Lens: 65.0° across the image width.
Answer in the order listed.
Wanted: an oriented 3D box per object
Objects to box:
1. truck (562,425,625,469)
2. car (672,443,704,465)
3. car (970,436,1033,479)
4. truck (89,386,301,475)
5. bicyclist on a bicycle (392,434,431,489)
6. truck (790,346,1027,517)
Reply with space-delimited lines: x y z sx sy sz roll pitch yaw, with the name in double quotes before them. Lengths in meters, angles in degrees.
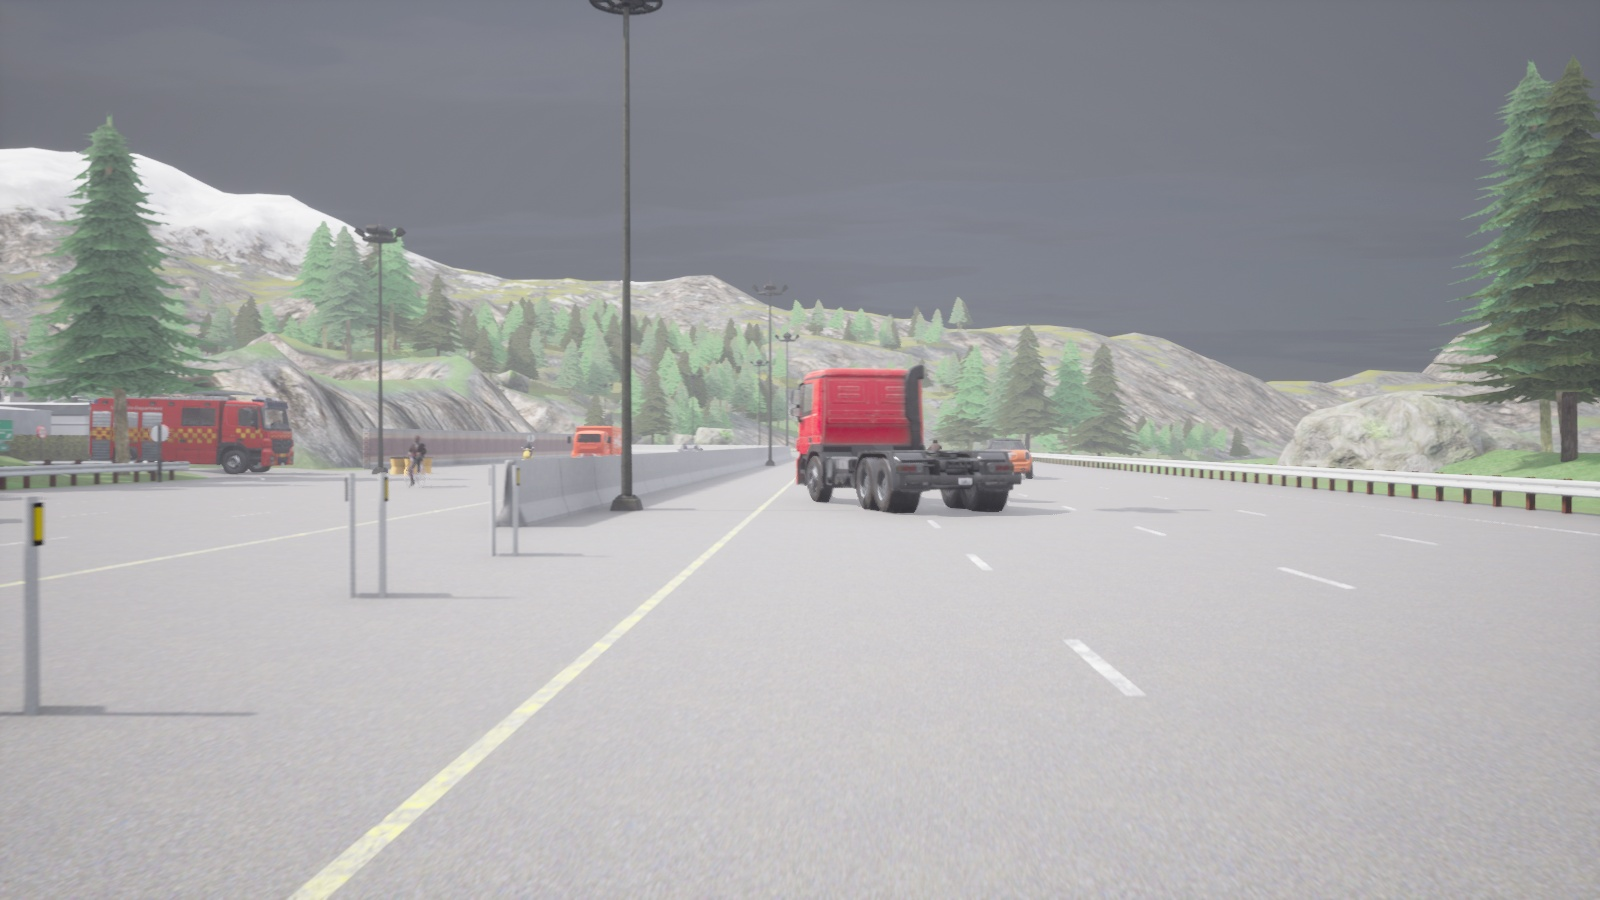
"truck" -11.876 -0.158 72.619 2.627 2.467 5.204 0 0 2
"car" -7.906 0.251 89.012 1.845 1.501 3.633 0 0 2
"car" 8.589 0.310 53.982 2.097 1.767 4.553 0 0 2
"truck" -28.103 -0.908 58.601 8.468 3.827 2.891 1 1 1
"bicyclist on a bicycle" -12.788 0.369 41.378 0.659 1.776 1.843 0 0 2
"truck" 2.244 -0.400 29.662 2.891 3.462 7.936 0 0 -16
